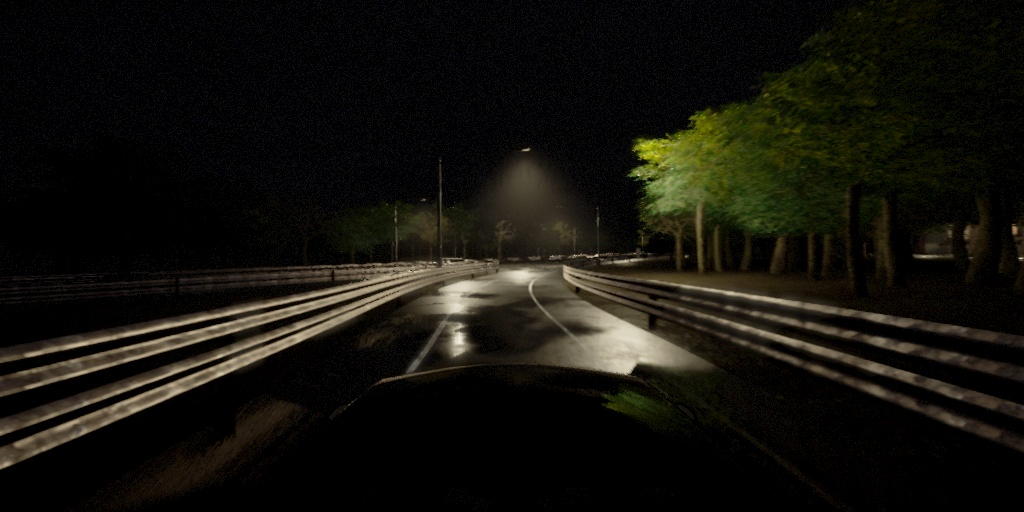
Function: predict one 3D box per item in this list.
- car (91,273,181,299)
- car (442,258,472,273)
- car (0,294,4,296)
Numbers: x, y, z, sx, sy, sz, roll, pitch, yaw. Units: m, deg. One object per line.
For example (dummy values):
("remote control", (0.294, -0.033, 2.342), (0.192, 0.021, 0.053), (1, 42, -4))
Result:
("car", (-27.160, 1.982, 26.077), (2.097, 1.767, 4.553), (0, 1, 38))
("car", (-7.935, 1.265, 50.703), (2.150, 2.045, 5.566), (0, 1, 38))
("car", (-35.001, 2.302, 21.717), (1.837, 1.490, 4.892), (0, 1, 38))
